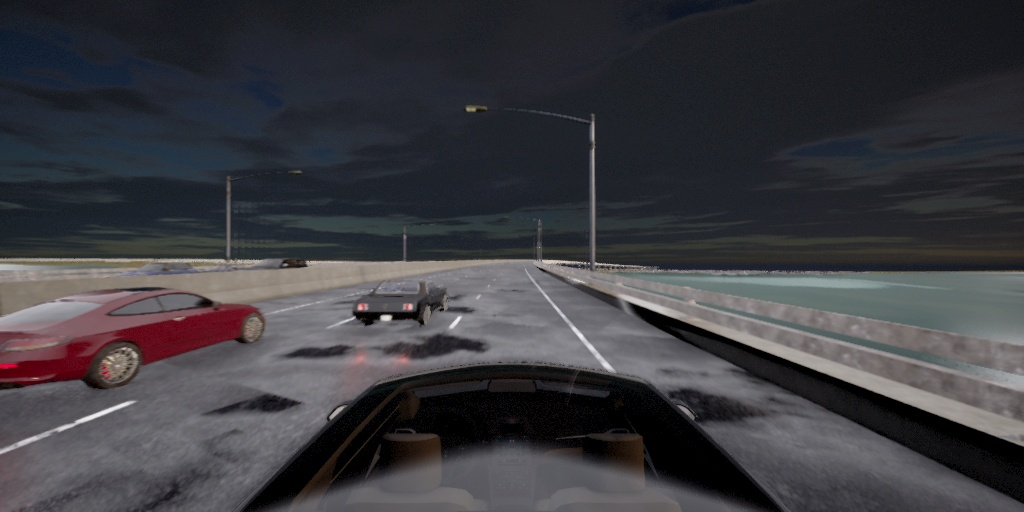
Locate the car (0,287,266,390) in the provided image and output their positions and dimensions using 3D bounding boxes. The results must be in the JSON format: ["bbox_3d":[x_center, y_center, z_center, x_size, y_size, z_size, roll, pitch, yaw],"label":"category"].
[{"bbox_3d":[-6.897,1.307,6.770,1.812,1.442,4.674,0,0,0],"label":"car"}]

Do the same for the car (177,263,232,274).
[{"bbox_3d":[-20.934,1.397,26.198,2.128,1.511,4.902,0,-1,1],"label":"car"}]

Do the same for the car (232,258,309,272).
[{"bbox_3d":[-17.425,1.135,26.707,2.150,2.045,5.566,0,-1,1],"label":"car"}]

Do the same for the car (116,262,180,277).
[{"bbox_3d":[-24.457,1.247,24.900,2.097,1.767,4.553,0,0,1],"label":"car"}]

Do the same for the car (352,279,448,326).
[{"bbox_3d":[-3.390,1.416,11.904,1.895,1.301,4.718,0,0,0],"label":"car"}]
